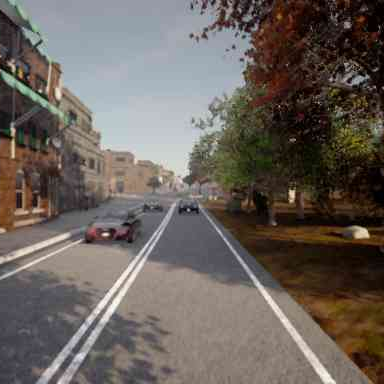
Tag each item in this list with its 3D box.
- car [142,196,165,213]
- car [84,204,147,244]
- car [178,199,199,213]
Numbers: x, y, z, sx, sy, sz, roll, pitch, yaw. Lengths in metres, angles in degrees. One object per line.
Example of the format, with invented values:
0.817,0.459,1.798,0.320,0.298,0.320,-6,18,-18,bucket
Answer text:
-3.822,1.213,33.497,1.837,1.490,4.892,0,1,-1,car
-3.474,1.488,15.297,1.994,1.385,4.181,0,0,-1,car
-0.372,1.325,32.625,1.895,1.301,4.718,0,1,-1,car
